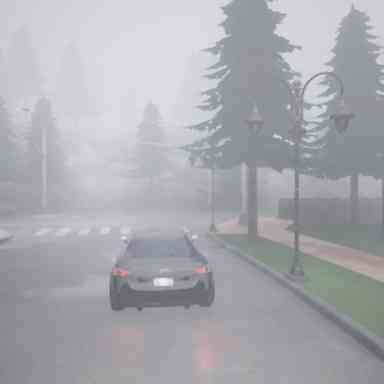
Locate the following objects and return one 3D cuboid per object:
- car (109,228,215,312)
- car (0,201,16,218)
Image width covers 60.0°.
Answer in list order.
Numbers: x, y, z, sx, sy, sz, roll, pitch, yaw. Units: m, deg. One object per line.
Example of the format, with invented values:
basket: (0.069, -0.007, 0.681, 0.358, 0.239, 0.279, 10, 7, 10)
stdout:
car: (-0.739, 1.512, 7.740, 1.994, 1.385, 4.181, 0, 0, -7)
car: (-15.867, 1.242, 25.466, 4.181, 1.385, 1.994, 0, 0, -11)
